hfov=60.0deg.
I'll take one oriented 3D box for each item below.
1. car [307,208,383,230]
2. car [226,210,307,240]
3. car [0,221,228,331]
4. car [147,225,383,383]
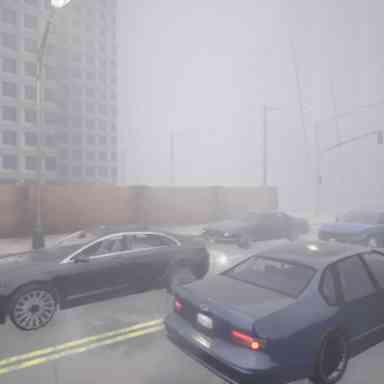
[{"bbox_3d":[7.017,1.429,13.181,5.008,1.535,1.882,0,0,-35],"label":"car"},{"bbox_3d":[2.964,1.508,14.642,5.357,1.411,2.033,0,0,-35],"label":"car"},{"bbox_3d":[-1.855,1.483,6.953,4.902,1.511,2.128,0,0,-35],"label":"car"},{"bbox_3d":[2.191,1.530,5.308,5.357,1.411,2.033,0,0,-35],"label":"car"}]
